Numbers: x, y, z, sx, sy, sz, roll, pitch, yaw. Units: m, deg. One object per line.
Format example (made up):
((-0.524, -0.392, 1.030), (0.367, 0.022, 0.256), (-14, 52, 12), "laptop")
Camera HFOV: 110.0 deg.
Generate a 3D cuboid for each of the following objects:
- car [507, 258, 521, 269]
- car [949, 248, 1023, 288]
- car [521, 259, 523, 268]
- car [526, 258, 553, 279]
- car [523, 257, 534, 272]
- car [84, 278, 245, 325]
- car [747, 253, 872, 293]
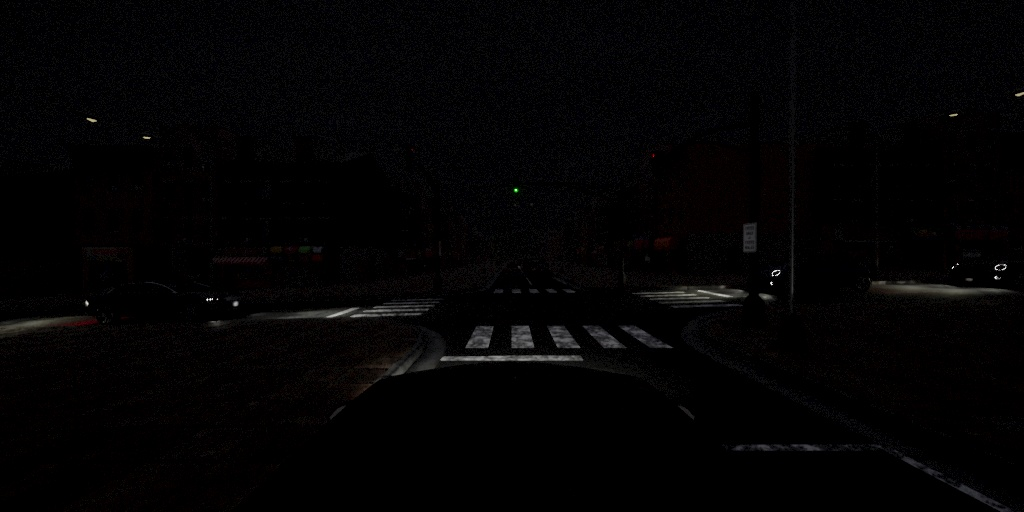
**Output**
((0.082, 1.360, 61.751), (1.882, 1.535, 5.008), (0, 0, 0), "car")
((23.074, 0.437, 16.345), (4.553, 1.767, 2.097), (-1, 0, 0), "car")
((2.625, 1.136, 43.959), (2.192, 1.841, 5.009), (0, 0, 0), "car")
((2.628, 1.232, 33.155), (1.967, 1.591, 4.097), (0, 0, 0), "car")
((2.627, 1.120, 38.556), (2.192, 1.841, 5.009), (0, 0, 0), "car")
((-12.726, 1.594, 13.320), (4.902, 1.511, 2.128), (-2, 0, 0), "car")
((13.356, 0.689, 16.347), (4.553, 1.767, 2.097), (-1, 0, 1), "car")
